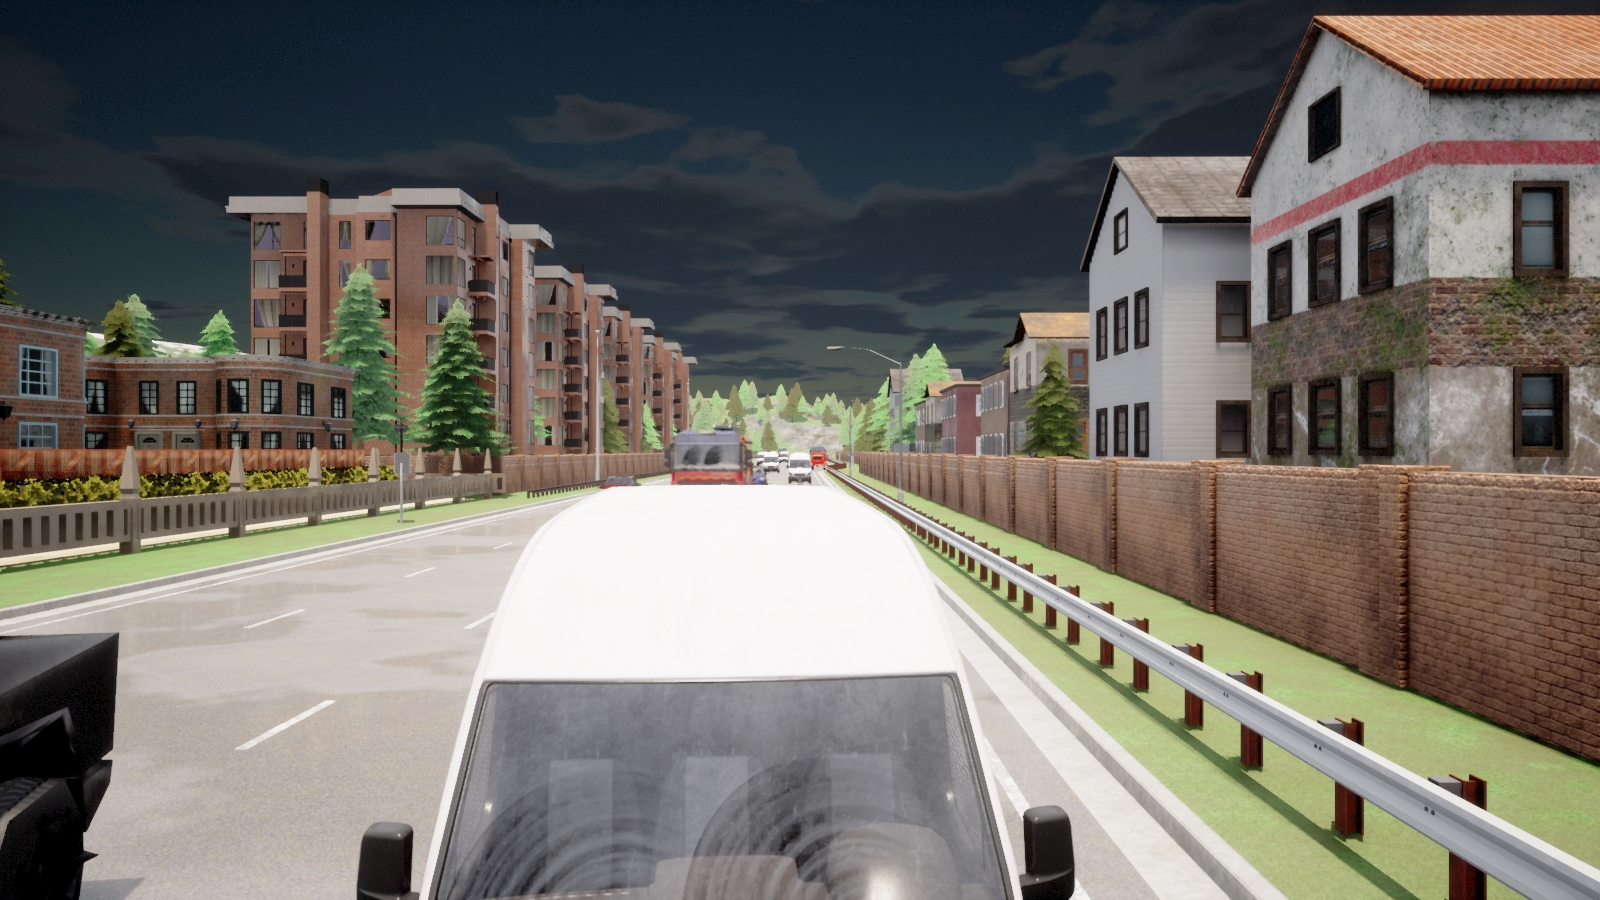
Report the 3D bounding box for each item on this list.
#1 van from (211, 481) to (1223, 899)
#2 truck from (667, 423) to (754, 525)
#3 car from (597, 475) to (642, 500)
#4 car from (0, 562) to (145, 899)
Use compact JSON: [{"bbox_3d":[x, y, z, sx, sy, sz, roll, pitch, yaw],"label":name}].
[{"bbox_3d":[-0.350,1.535,5.214,1.988,2.561,5.915,0,1,-4],"label":"van"},{"bbox_3d":[-3.518,0.913,46.993,2.891,3.827,8.468,0,0,0],"label":"truck"},{"bbox_3d":[-10.503,2.186,66.711,1.895,1.301,4.718,0,0,0],"label":"car"},{"bbox_3d":[-4.725,1.756,3.923,2.390,2.098,6.274,0,0,-11],"label":"car"}]
